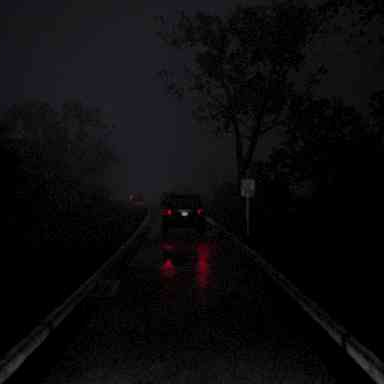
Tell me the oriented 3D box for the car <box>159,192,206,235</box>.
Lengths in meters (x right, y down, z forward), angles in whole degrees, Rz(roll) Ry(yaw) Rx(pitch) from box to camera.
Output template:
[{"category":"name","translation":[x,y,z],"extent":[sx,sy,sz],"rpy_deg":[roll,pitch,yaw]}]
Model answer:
[{"category":"car","translation":[-0.523,1.100,18.197],"extent":[2.150,2.045,5.566],"rpy_deg":[0,0,-4]}]

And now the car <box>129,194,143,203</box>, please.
[{"category":"car","translation":[-9.856,1.086,59.588],"extent":[2.128,1.511,4.902],"rpy_deg":[0,0,-14]}]

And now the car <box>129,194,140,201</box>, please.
[{"category":"car","translation":[-11.603,1.155,66.811],"extent":[1.895,1.301,4.718],"rpy_deg":[0,0,-14]}]
